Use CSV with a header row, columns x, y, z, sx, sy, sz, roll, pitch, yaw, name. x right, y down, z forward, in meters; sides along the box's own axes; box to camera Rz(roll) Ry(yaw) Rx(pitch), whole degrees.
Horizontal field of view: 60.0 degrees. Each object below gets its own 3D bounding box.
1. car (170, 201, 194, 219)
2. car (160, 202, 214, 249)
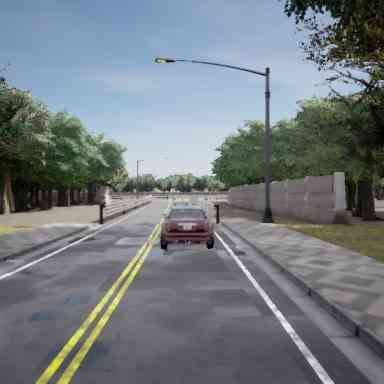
x,y,z,sx,sy,sz,roll,pitch,yaw,name
-0.920,1.560,29.739,1.994,1.385,4.181,0,0,-3,car
-0.242,1.358,14.691,2.097,1.767,4.553,0,0,-2,car
